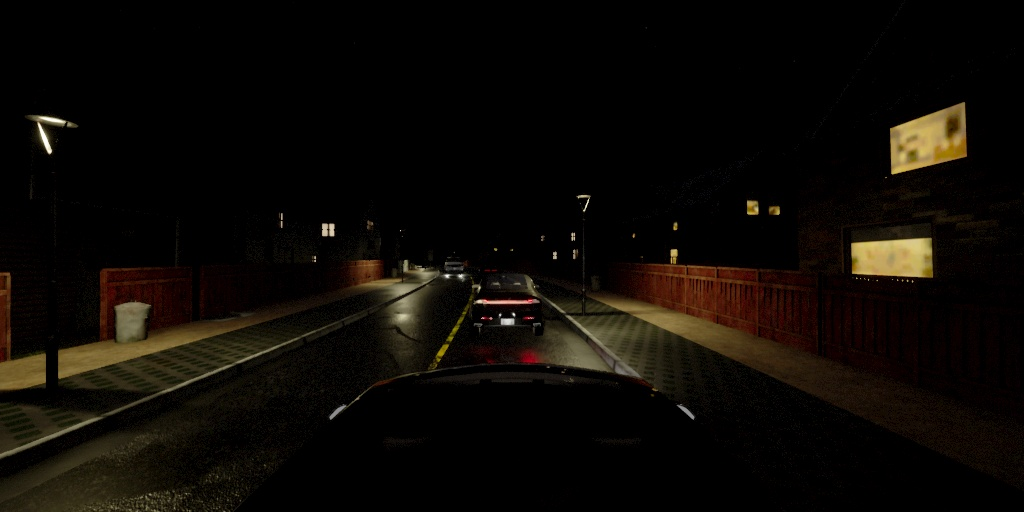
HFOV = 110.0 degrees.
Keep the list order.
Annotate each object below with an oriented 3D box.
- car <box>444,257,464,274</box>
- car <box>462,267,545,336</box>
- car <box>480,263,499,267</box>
[{"bbox_3d":[-7.037,1.109,43.389,2.150,2.045,5.566,0,0,-11],"label":"car"},{"bbox_3d":[-0.173,1.249,10.382,2.128,1.511,4.902,0,0,-2],"label":"car"},{"bbox_3d":[-1.951,1.327,30.565,1.837,1.490,4.892,0,0,-7],"label":"car"}]
